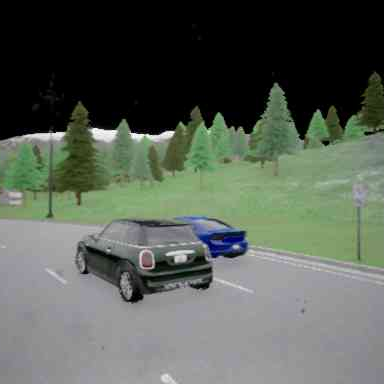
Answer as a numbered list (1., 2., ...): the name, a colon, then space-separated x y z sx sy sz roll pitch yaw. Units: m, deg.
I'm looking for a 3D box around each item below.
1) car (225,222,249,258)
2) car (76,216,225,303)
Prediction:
1. car: -0.057 1.652 12.837 1.882 1.535 5.008 2 -1 -37
2. car: -1.477 1.463 8.887 2.097 1.767 4.553 1 -1 -36
